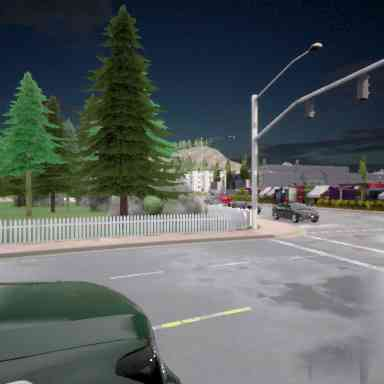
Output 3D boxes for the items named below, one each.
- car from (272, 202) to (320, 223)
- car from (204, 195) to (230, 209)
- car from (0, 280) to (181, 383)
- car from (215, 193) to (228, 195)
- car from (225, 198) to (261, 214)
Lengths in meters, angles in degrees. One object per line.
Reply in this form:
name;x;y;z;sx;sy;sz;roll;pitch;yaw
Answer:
car;8.095;1.560;26.346;1.837;1.490;4.892;0;0;-14
car;2.900;1.547;44.242;2.128;1.511;4.902;0;0;-16
car;-2.732;1.221;1.688;5.566;2.045;2.150;0;0;-36
car;5.256;1.276;61.939;2.150;2.045;5.566;0;0;-16
car;5.511;1.656;35.254;1.895;1.301;4.718;0;0;-16
